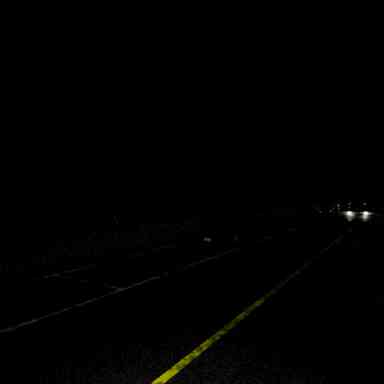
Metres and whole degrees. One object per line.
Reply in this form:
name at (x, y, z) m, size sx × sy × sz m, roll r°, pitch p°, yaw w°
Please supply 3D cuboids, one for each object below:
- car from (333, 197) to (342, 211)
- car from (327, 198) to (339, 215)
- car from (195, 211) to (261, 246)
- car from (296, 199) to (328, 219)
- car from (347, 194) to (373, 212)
car at (16.327, 1.442, 38.865) m, size 1.967 × 1.590 × 4.097 m, roll 0°, pitch 0°, yaw 32°
car at (13.420, 1.567, 34.167) m, size 1.947 × 1.339 × 4.313 m, roll 0°, pitch 0°, yaw 32°
car at (1.793, 1.566, 15.372) m, size 1.947 × 1.339 × 4.313 m, roll 0°, pitch 0°, yaw 32°
car at (10.513, 1.583, 29.468) m, size 1.802 × 1.307 × 4.206 m, roll 0°, pitch 0°, yaw 32°
car at (19.808, 1.353, 39.449) m, size 2.097 × 1.767 × 4.553 m, roll 0°, pitch 0°, yaw 32°
